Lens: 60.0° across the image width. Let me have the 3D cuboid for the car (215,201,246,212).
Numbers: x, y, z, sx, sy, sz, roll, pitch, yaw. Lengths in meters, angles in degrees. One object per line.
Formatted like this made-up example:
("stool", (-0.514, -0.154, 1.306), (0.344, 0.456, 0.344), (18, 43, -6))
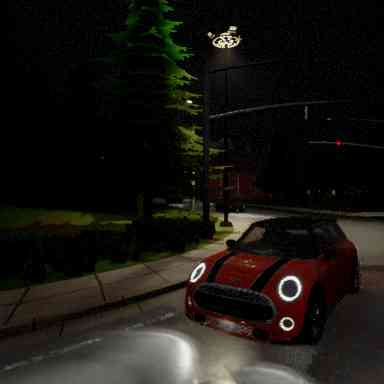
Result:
("car", (4.141, 1.601, 36.346), (1.895, 1.301, 4.718), (0, 0, -15))

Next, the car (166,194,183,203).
("car", (-3.333, 1.223, 62.046), (2.150, 2.045, 5.566), (0, 0, -17))

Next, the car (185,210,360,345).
("car", (1.851, 1.352, 6.644), (2.097, 1.767, 4.553), (0, 0, 36))
